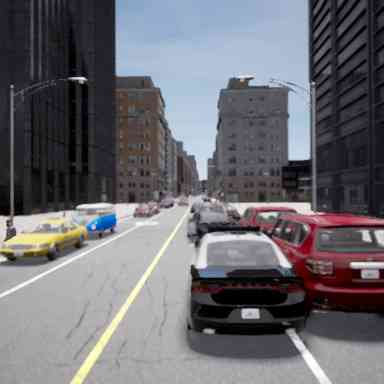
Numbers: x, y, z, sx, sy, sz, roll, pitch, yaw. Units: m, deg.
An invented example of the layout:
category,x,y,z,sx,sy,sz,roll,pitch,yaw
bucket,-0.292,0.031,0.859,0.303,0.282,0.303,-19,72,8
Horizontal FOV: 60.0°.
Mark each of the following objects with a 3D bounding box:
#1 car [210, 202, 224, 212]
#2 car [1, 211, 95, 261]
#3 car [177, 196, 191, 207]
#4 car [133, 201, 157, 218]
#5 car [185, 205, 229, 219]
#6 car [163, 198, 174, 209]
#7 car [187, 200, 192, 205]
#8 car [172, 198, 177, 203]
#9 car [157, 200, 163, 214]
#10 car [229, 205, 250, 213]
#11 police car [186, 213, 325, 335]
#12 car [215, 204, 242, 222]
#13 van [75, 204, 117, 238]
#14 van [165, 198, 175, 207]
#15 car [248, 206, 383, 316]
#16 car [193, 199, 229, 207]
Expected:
category,x,y,z,sx,sy,sz,roll,pitch,yaw
car,3.518,2.074,47.048,1.802,1.307,4.206,0,-1,1
car,-5.603,1.712,13.217,1.752,1.417,4.829,0,-1,1
car,-1.767,2.085,69.094,2.097,1.767,4.553,0,0,1
car,-5.203,2.010,35.943,1.802,1.307,4.206,0,-1,1
car,0.863,1.674,16.987,1.882,1.535,5.008,0,-1,-7
car,-4.809,2.213,58.499,1.947,1.339,4.313,0,-1,1
car,0.824,2.044,44.445,1.994,1.385,4.181,0,-1,3
car,-4.711,2.017,64.140,2.192,1.841,5.009,0,-1,1
car,-5.106,1.923,41.585,1.967,1.590,4.097,0,-1,1
car,2.923,1.458,13.221,2.192,1.841,5.009,0,-1,1
police car,0.909,1.505,7.204,1.930,1.638,5.238,-1,0,2
car,3.222,1.876,30.134,2.008,1.369,4.403,0,-1,1
van,-5.502,1.593,19.030,1.690,1.788,3.998,0,-1,1
van,-4.613,2.096,69.780,1.690,1.788,3.998,0,-1,1
car,2.825,1.393,7.582,2.192,1.841,5.009,0,-1,1
car,1.329,1.611,23.044,2.097,1.767,4.553,0,-1,1
